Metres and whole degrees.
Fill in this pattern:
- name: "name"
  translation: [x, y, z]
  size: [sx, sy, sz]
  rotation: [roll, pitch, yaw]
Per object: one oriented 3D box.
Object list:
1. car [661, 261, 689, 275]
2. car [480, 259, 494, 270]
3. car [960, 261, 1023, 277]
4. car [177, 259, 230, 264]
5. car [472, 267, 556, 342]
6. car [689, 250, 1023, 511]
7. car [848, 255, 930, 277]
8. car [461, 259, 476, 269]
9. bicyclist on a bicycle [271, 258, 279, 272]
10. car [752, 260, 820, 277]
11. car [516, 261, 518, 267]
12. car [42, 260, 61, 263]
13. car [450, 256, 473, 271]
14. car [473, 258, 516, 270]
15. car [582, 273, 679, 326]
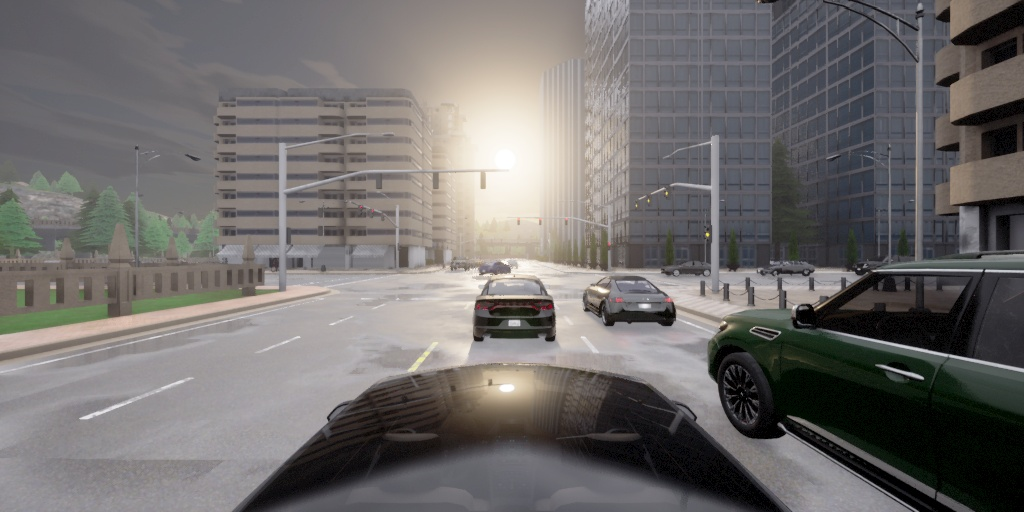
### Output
- name: "car"
  translation: [16.953, 1.199, 34.633]
  size: [4.892, 1.490, 1.837]
  rotation: [0, 0, 0]
- name: "car"
  translation: [-3.632, 1.255, 52.945]
  size: [1.837, 1.490, 4.892]
  rotation: [0, 0, 0]
- name: "car"
  translation: [46.533, 1.220, 34.450]
  size: [4.674, 1.442, 1.812]
  rotation: [0, 0, 1]
- name: "car"
  translation: [-22.922, 1.195, 27.897]
  size: [4.892, 1.490, 1.837]
  rotation: [1, 0, 3]
- name: "car"
  translation: [0.063, 1.228, 9.841]
  size: [1.882, 1.535, 5.008]
  rotation: [0, 0, 0]
- name: "car"
  translation: [3.601, 0.971, 2.268]
  size: [2.150, 2.045, 5.566]
  rotation: [0, 0, 0]
- name: "car"
  translation: [36.194, 0.916, 34.530]
  size: [5.566, 2.045, 2.150]
  rotation: [0, 0, 0]
- name: "car"
  translation: [-7.125, 1.255, 59.278]
  size: [1.837, 1.490, 4.892]
  rotation: [0, 0, 0]
- name: "bicyclist on a bicycle"
  translation: [-26.109, 0.995, 39.787]
  size: [0.582, 1.620, 1.656]
  rotation: [0, 0, 7]
- name: "car"
  translation: [26.315, 1.186, 34.582]
  size: [4.902, 1.511, 2.128]
  rotation: [0, 0, 0]
- name: "car"
  translation: [0.053, 1.275, 63.552]
  size: [1.812, 1.442, 4.674]
  rotation: [0, 0, 0]
- name: "car"
  translation: [-39.697, 1.295, 31.578]
  size: [4.718, 1.301, 1.895]
  rotation: [0, 0, 25]
- name: "car"
  translation: [-7.132, 0.972, 49.574]
  size: [2.150, 2.045, 5.566]
  rotation: [0, 0, 0]
- name: "car"
  translation: [-1.684, 1.232, 36.115]
  size: [1.812, 1.442, 4.674]
  rotation: [1, 0, 26]
- name: "car"
  translation: [3.571, 1.314, 11.622]
  size: [1.994, 1.385, 4.181]
  rotation: [0, 0, 0]
